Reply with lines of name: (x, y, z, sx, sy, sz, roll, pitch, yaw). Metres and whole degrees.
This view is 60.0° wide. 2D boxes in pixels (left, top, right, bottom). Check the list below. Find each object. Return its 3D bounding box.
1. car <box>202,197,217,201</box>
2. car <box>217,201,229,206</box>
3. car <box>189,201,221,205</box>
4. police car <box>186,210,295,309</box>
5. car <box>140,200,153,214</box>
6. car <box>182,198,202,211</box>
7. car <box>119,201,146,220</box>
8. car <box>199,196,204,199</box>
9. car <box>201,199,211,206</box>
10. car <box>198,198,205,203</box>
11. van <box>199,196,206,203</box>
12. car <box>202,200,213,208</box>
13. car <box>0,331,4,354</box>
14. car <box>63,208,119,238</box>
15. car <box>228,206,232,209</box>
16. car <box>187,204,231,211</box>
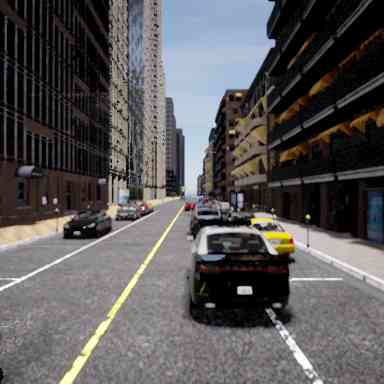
car: (2.652, 1.735, 41.299, 1.967, 1.590, 4.097, 0, 0, 0)
car: (2.663, 1.762, 30.003, 2.008, 1.369, 4.403, 0, 0, 0)
car: (0.877, 1.674, 24.119, 1.837, 1.490, 4.892, 0, 0, 0)
police car: (0.893, 1.482, 8.229, 1.930, 1.638, 5.238, 0, 0, 0)
car: (-5.724, 1.693, 35.644, 1.967, 1.590, 4.097, 0, 0, 0)
car: (0.000, 1.888, 45.264, 1.994, 1.385, 4.181, 0, 0, 1)
car: (-5.717, 1.762, 29.994, 2.008, 1.369, 4.403, 0, 0, 0)
car: (2.642, 1.694, 52.598, 2.192, 1.841, 5.009, 0, 0, 0)
car: (2.630, 2.046, 63.893, 1.802, 1.307, 4.206, 0, 0, 0)
car: (2.603, 2.255, 92.135, 1.947, 1.339, 4.313, 0, 0, 0)
van: (2.608, 1.984, 86.488, 1.690, 1.788, 3.998, 0, 0, 0)
car: (2.635, 2.003, 58.244, 1.802, 1.307, 4.206, 0, 0, 0)
car: (-3.101, 1.558, 1.489, 2.033, 1.411, 5.357, 0, 0, 0)
car: (-5.707, 1.696, 18.697, 1.947, 1.339, 4.313, 0, 0, 0)
car: (2.674, 1.696, 18.706, 1.947, 1.339, 4.313, 0, 0, 0)
car: (0.794, 1.632, 18.118, 1.837, 1.490, 4.892, 0, 0, 0)
